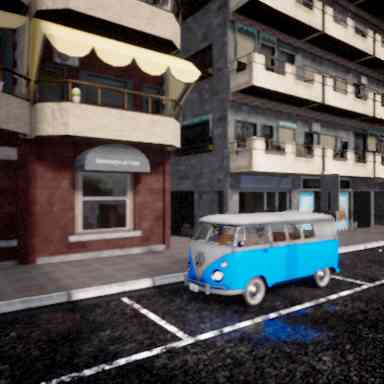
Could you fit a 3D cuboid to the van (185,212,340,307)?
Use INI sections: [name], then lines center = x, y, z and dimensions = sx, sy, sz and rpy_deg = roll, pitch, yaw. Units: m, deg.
[van]
center = 1.756, 1.387, 7.814
dimensions = 3.998, 1.788, 1.690
rpy_deg = 1, -1, -35
